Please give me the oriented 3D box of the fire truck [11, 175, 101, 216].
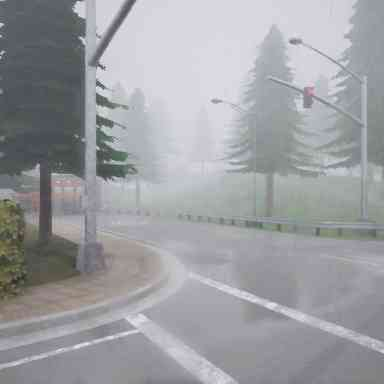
[{"bbox_3d":[-13.508,0.331,33.076,8.468,3.827,2.891,0,-2,15],"label":"fire truck"}]
